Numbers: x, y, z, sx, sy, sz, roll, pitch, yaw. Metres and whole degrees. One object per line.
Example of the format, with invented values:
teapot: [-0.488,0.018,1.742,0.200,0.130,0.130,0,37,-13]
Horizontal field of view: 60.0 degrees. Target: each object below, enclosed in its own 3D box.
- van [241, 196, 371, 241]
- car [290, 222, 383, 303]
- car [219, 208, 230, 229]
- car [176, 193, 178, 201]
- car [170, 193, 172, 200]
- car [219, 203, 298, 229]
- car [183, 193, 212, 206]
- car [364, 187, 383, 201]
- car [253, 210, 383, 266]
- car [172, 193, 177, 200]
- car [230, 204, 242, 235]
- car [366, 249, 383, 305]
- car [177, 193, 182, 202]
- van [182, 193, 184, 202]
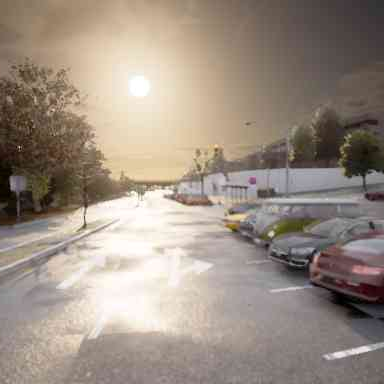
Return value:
van: [4.467,1.243,13.051,4.442,1.987,1.878,1,0,-22]
car: [4.698,1.515,7.059,4.674,1.452,2.002,1,0,-21]
car: [4.193,1.461,19.062,5.366,1.575,1.946,1,0,-23]
car: [0.263,1.377,68.846,5.566,2.045,2.435,0,0,-28]
car: [-2.656,1.472,89.640,4.553,1.767,2.185,1,0,-28]
car: [4.418,1.500,22.115,4.792,1.488,2.163,1,0,-23]
car: [1.353,1.521,59.860,4.553,1.767,2.185,0,0,-27]
car: [19.709,0.194,33.470,2.002,1.452,4.674,-6,4,-27]
car: [4.653,1.474,10.077,4.892,1.521,2.231,1,0,-22]
car: [-0.953,1.359,77.777,5.566,2.045,2.435,0,0,-28]
car: [4.508,1.343,16.126,4.553,1.767,2.185,1,0,-22]
car: [4.745,1.517,4.034,4.674,1.452,2.002,1,0,-21]
car: [0.611,1.383,65.829,5.566,2.045,2.435,1,0,-28]
van: [0.916,1.414,62.806,4.442,1.987,1.878,1,0,-27]
